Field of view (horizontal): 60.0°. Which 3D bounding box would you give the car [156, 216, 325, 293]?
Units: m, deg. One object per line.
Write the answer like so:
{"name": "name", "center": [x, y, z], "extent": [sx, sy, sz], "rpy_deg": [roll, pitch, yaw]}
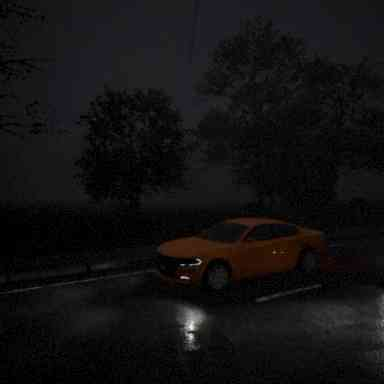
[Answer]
{"name": "car", "center": [1.442, 1.459, 8.983], "extent": [5.008, 1.535, 1.882], "rpy_deg": [0, 0, -32]}
